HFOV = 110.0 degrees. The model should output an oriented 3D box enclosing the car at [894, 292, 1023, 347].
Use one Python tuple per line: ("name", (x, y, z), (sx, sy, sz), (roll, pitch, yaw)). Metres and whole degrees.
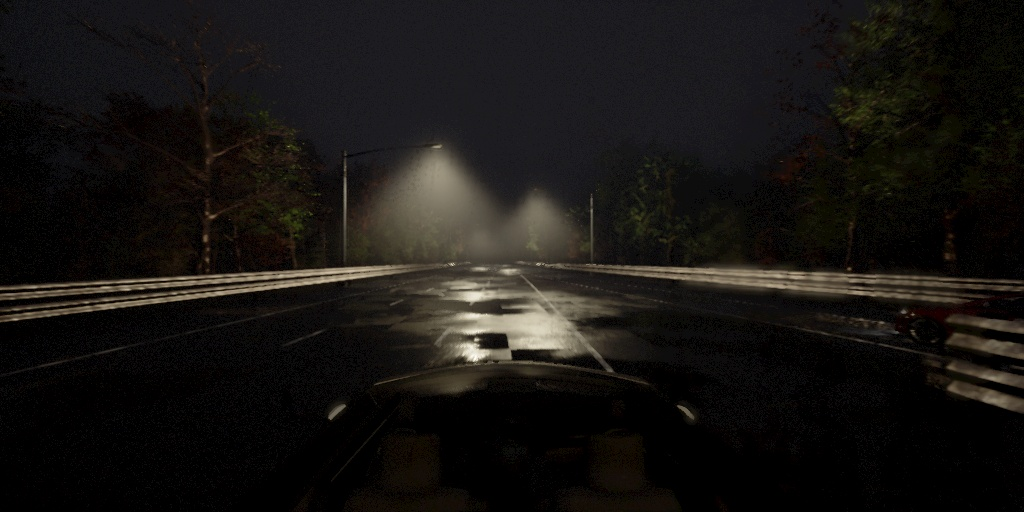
("car", (10.789, 1.393, 7.276), (1.994, 1.385, 4.181), (0, 0, -11))
